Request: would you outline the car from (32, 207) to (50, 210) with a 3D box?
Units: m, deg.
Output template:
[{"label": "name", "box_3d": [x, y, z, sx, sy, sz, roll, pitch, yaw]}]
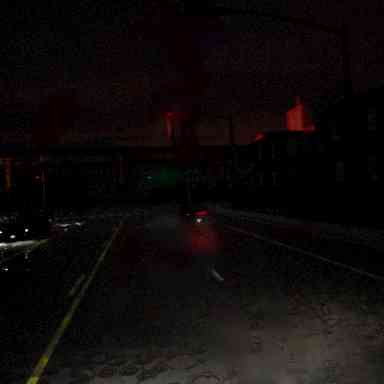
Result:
[{"label": "car", "box_3d": [-16.181, 2.366, 35.565, 1.882, 1.535, 5.008, -3, 0, -9]}]

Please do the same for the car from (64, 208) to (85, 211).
[{"label": "car", "box_3d": [-12.814, 1.955, 36.581, 1.895, 1.301, 4.718, -3, 0, -9]}]

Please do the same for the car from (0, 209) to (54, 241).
[{"label": "car", "box_3d": [-10.337, 2.112, 21.045, 2.033, 1.411, 5.357, -3, 0, -9]}]

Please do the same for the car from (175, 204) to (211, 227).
[{"label": "car", "box_3d": [0.046, 1.589, 23.120, 1.837, 1.490, 4.892, -3, -1, -9]}]
